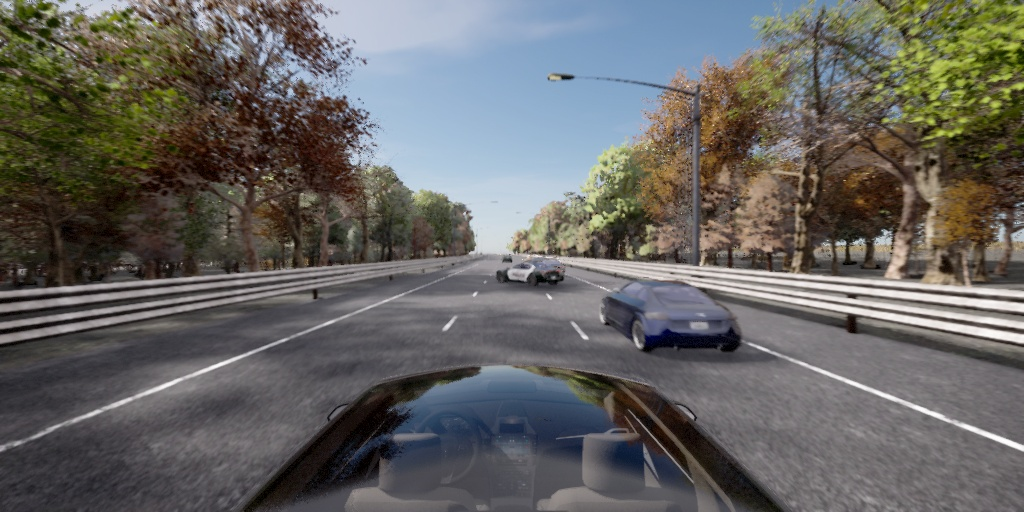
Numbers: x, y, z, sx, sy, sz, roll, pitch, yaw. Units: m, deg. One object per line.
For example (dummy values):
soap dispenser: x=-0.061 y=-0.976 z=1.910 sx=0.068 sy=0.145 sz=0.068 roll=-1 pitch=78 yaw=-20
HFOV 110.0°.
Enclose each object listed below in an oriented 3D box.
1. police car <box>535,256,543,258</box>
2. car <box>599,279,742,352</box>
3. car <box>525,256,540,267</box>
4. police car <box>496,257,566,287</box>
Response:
police car: x=3.340 y=0.992 z=30.782 sx=2.038 sy=1.542 sz=4.974 roll=0 pitch=0 yaw=-1
car: x=3.494 y=1.249 z=8.708 sx=1.994 sy=1.385 sz=4.181 roll=0 pitch=1 yaw=0
car: x=2.997 y=0.760 z=52.853 sx=1.882 sy=1.535 sz=5.008 roll=0 pitch=1 yaw=-1
police car: x=0.917 y=1.064 z=22.860 sx=2.038 sy=1.542 sz=4.974 roll=0 pitch=1 yaw=-39
